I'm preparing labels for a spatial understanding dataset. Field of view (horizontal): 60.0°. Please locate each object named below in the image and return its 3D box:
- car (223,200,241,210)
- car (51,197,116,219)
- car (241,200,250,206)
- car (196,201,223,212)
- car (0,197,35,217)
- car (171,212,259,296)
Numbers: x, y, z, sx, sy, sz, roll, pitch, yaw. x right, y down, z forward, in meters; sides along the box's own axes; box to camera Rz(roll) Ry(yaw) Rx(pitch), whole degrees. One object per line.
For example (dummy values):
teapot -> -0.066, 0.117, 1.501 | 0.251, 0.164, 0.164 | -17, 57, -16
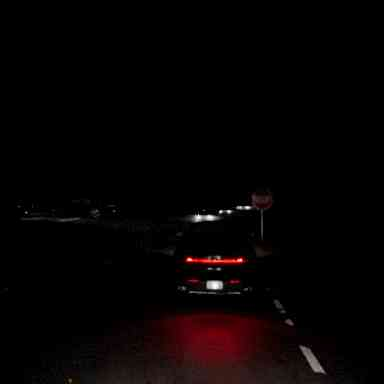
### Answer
car -> 5.069, 1.825, 47.158 | 2.033, 1.411, 5.357 | 0, -1, 17
car -> -8.147, 1.147, 25.135 | 4.902, 1.511, 2.128 | 2, -1, 13
car -> 10.150, 2.127, 64.729 | 1.895, 1.301, 4.718 | 0, -1, 15
car -> 1.730, 1.689, 35.509 | 1.994, 1.385, 4.181 | 0, -1, 15
car -> -13.432, 0.985, 22.944 | 4.718, 1.301, 1.895 | 2, -1, 8
car -> 0.598, 1.482, 8.607 | 1.837, 1.490, 4.892 | 0, 0, 4
